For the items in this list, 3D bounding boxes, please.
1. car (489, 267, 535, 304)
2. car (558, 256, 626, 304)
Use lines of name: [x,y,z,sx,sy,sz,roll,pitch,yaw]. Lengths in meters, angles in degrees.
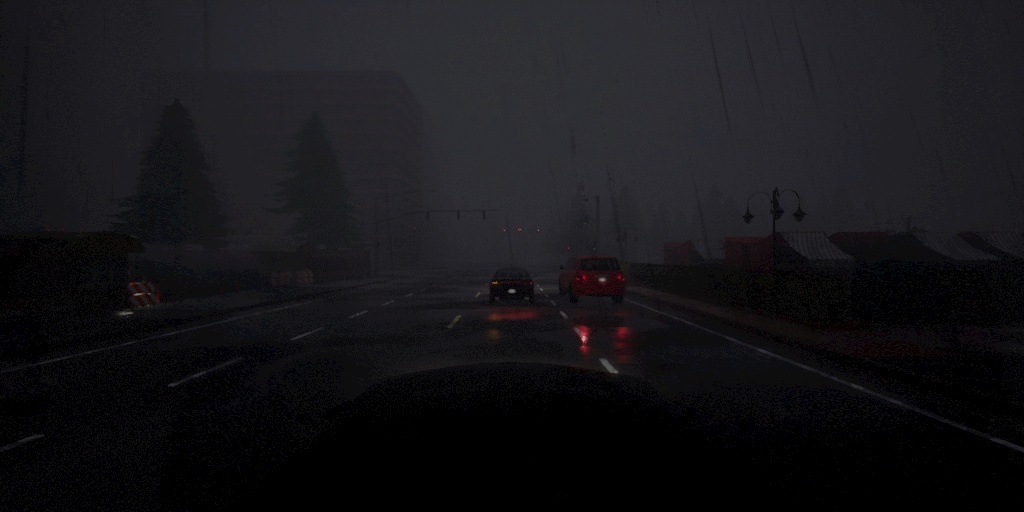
car: [0.000,1.234,16.500,1.882,1.535,5.008,0,0,0]
car: [3.500,1.007,16.530,2.150,2.045,5.566,0,0,0]
